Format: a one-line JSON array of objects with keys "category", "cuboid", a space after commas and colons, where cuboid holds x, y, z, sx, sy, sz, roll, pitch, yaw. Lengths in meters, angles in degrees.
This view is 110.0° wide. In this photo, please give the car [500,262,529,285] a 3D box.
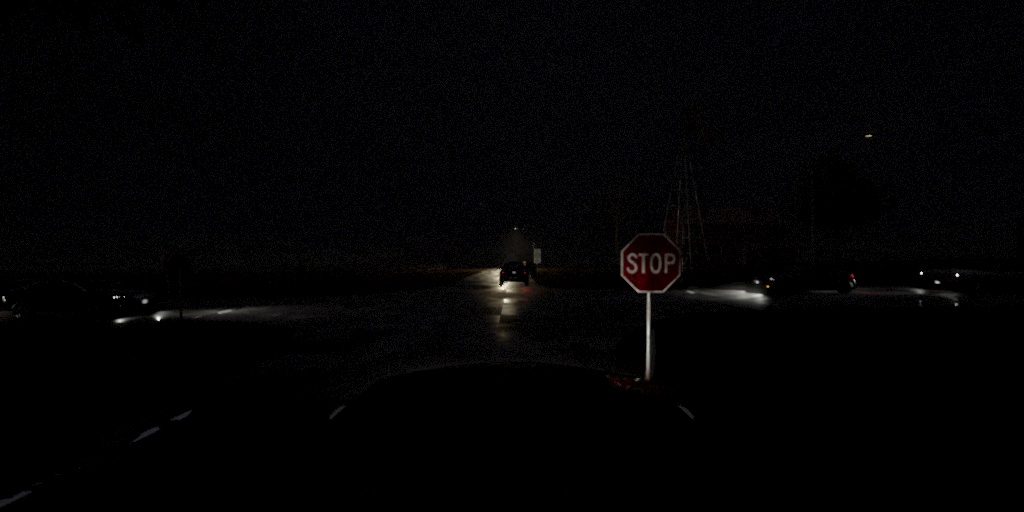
[{"category": "car", "cuboid": [0.155, 1.220, 27.658, 2.097, 1.767, 4.553, 0, 0, 0]}]

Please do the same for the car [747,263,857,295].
[{"category": "car", "cuboid": [13.776, 1.048, 17.202, 4.181, 1.385, 1.994, -1, 1, 1]}]

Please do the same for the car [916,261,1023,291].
[{"category": "car", "cuboid": [22.548, 0.910, 17.133, 4.718, 1.301, 1.895, -1, 1, 0]}]

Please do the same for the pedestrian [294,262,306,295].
[{"category": "pedestrian", "cuboid": [-12.115, 1.259, 20.410, 0.375, 1.860, 0.375, 0, 2, 0]}]

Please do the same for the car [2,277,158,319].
[{"category": "car", "cuboid": [-17.258, 1.615, 14.477, 4.902, 1.511, 2.128, -1, 1, 1]}]
